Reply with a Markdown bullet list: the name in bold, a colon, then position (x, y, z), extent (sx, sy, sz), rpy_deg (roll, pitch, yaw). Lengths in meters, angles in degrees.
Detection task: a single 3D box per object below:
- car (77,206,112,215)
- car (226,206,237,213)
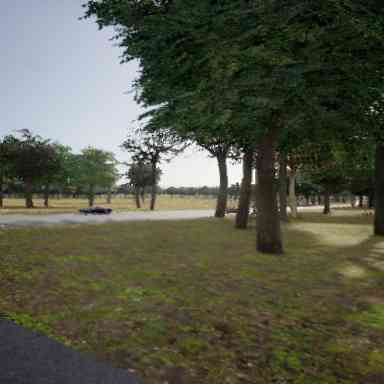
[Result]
- **car**: position (-13.745, 2.589, 47.091), extent (1.895, 1.301, 4.718), rpy_deg (1, -1, 36)
- **car**: position (7.370, 3.435, 65.186), extent (1.994, 1.385, 4.181), rpy_deg (1, -1, 31)
